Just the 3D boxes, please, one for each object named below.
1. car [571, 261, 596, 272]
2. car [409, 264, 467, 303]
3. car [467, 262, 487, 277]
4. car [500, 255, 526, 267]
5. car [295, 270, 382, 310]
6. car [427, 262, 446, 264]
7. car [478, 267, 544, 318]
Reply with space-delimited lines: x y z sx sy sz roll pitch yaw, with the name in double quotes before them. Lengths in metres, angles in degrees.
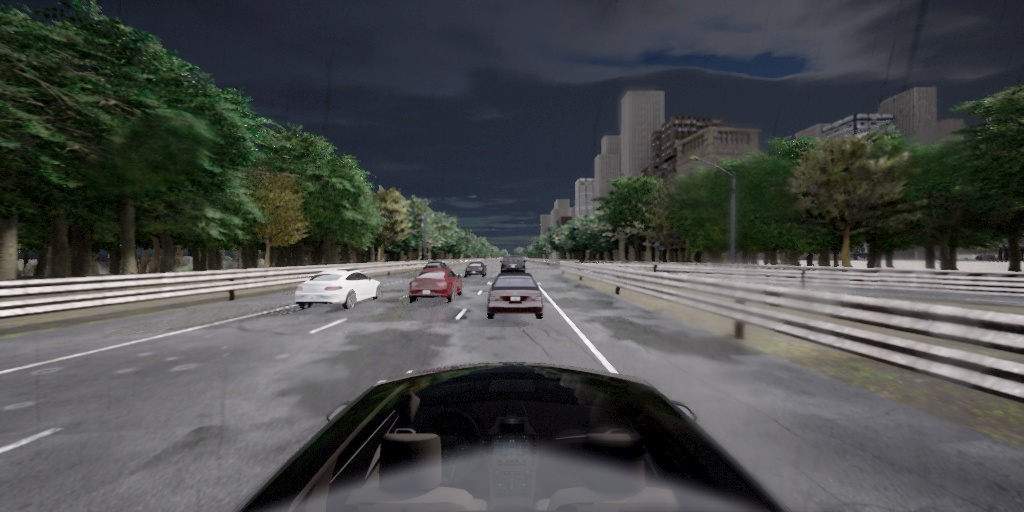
"car" 9.432 1.322 46.525 1.837 1.490 4.892 -1 0 -22
"car" -3.419 1.277 16.580 1.812 1.442 4.674 0 0 0
"car" -3.413 1.280 34.396 1.812 1.442 4.674 0 0 0
"car" 0.090 0.975 32.553 2.150 2.045 5.566 0 0 0
"car" -6.907 1.277 14.686 1.812 1.442 4.674 0 0 0
"car" -6.909 1.258 33.156 1.837 1.490 4.892 0 0 0
"car" 0.096 1.299 13.016 2.033 1.411 5.357 0 0 0
